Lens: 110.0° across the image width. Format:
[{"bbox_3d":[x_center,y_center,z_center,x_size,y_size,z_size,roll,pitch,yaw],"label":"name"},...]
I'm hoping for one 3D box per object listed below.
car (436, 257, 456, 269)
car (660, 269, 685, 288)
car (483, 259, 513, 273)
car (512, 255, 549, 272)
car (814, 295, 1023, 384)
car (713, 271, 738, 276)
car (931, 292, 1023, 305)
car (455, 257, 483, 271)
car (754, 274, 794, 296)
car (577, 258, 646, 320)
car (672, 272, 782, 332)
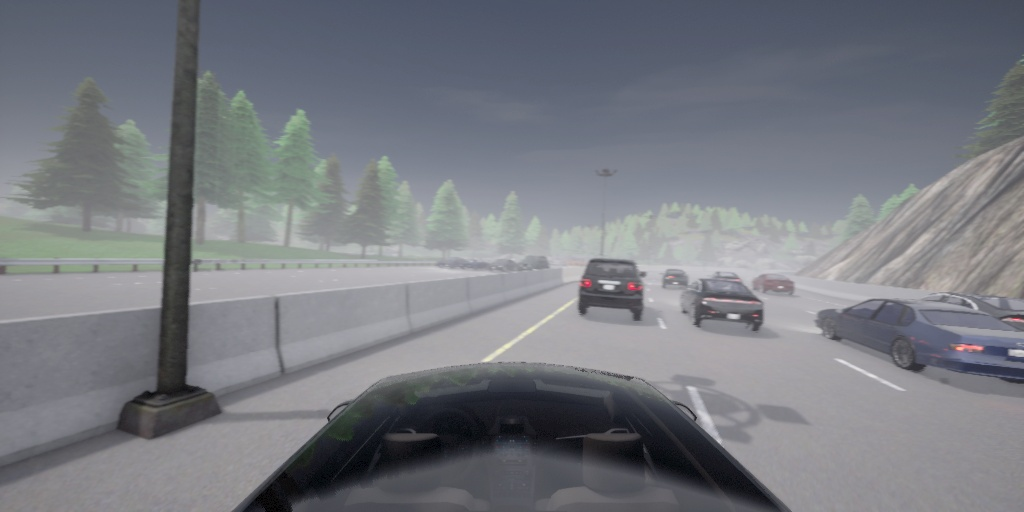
[{"bbox_3d":[-7.156,0.811,44.252,2.033,1.411,5.357,3,0,24],"label":"car"},{"bbox_3d":[13.120,1.806,28.951,1.837,1.490,4.892,3,0,22],"label":"car"},{"bbox_3d":[-0.996,1.083,40.876,1.837,1.490,4.892,3,0,24],"label":"car"},{"bbox_3d":[2.459,0.954,40.022,2.150,2.045,5.566,3,0,24],"label":"car"},{"bbox_3d":[9.460,1.736,8.490,2.033,1.411,5.357,3,0,19],"label":"car"},{"bbox_3d":[16.404,1.957,27.744,2.128,1.511,4.902,3,0,22],"label":"car"},{"bbox_3d":[14.014,1.894,11.062,2.128,1.511,4.902,3,0,19],"label":"car"},{"bbox_3d":[-4.309,1.011,42.037,1.895,1.301,4.718,3,0,24],"label":"car"},{"bbox_3d":[20.342,2.134,28.128,1.882,1.535,5.008,3,0,23],"label":"car"},{"bbox_3d":[3.941,1.123,13.974,2.150,2.045,5.566,3,0,19],"label":"car"},{"bbox_3d":[7.158,1.555,12.610,2.128,1.511,4.902,3,0,19],"label":"car"}]
